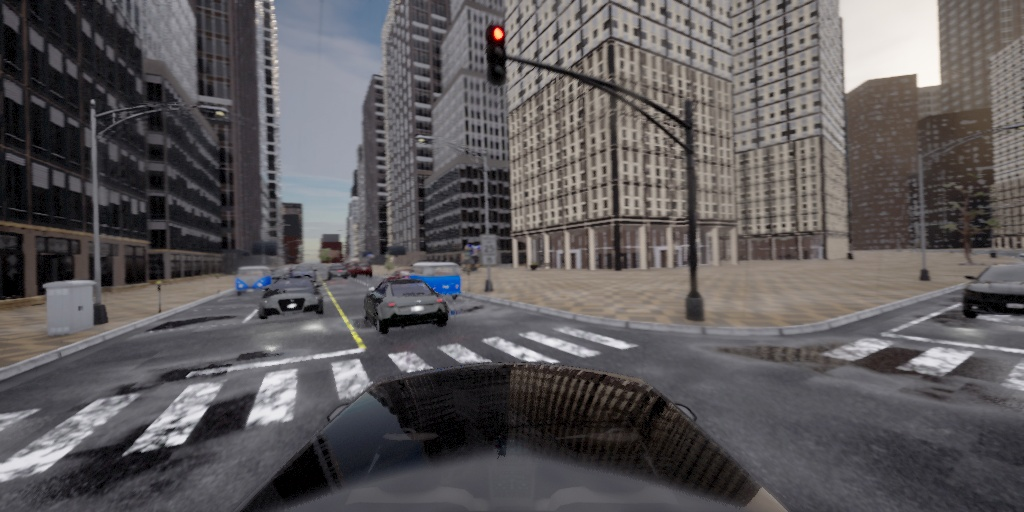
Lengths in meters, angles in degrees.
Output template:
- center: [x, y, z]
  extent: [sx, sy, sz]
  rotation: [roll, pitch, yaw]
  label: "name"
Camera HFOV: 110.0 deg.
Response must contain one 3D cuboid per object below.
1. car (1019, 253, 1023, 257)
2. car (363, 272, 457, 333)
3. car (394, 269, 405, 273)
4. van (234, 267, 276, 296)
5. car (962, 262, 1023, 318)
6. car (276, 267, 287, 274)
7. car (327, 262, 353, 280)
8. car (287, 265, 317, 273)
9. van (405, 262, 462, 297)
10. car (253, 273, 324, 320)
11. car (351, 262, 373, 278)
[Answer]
- center: [27.401, 0.385, 17.809]
  extent: [5.566, 2.045, 2.150]
  rotation: [-1, 0, -31]
  label: "car"
- center: [-3.488, 1.413, 11.408]
  extent: [1.994, 1.385, 4.181]
  rotation: [-2, 0, -28]
  label: "car"
- center: [-6.668, 1.485, 22.615]
  extent: [1.888, 1.381, 4.507]
  rotation: [0, 0, -29]
  label: "car"
- center: [-16.703, 1.579, 23.319]
  extent: [1.690, 1.789, 3.998]
  rotation: [0, 0, -29]
  label: "van"
- center: [14.730, 0.928, 10.245]
  extent: [5.008, 1.535, 1.882]
  rotation: [-1, 0, -31]
  label: "car"
- center: [-24.848, 2.041, 37.802]
  extent: [1.948, 1.339, 4.313]
  rotation: [0, 0, -29]
  label: "car"
- center: [-19.066, 1.793, 39.176]
  extent: [2.128, 1.511, 4.902]
  rotation: [-2, 0, -29]
  label: "car"
- center: [-19.610, 1.672, 33.773]
  extent: [2.097, 1.767, 4.553]
  rotation: [-2, 0, -29]
  label: "car"
- center: [-3.875, 1.199, 17.833]
  extent: [1.690, 1.789, 3.998]
  rotation: [0, 0, -29]
  label: "van"
- center: [-8.579, 1.564, 14.120]
  extent: [1.994, 1.385, 4.181]
  rotation: [-2, 0, -29]
  label: "car"
- center: [-17.548, 1.570, 41.912]
  extent: [2.192, 1.841, 5.009]
  rotation: [0, 0, -29]
  label: "car"
